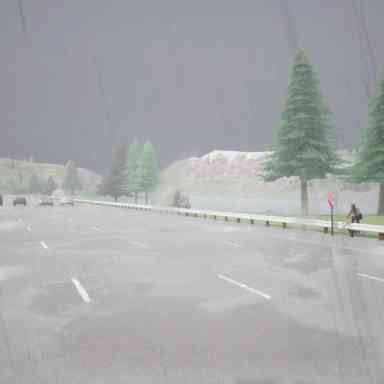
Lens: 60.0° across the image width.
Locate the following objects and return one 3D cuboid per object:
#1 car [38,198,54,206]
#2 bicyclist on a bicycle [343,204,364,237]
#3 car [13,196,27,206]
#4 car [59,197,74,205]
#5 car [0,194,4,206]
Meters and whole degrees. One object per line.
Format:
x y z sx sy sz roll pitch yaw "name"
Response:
-23.995 1.601 54.471 1.895 1.301 4.718 0 0 -31 "car"
8.102 1.433 16.591 1.656 1.620 0.582 4 -2 -30 "bicyclist on a bicycle"
-29.313 1.492 56.578 2.128 1.511 4.902 0 0 -31 "car"
-21.620 1.526 57.325 1.812 1.442 4.674 0 0 -30 "car"
-31.963 1.221 54.187 2.150 2.045 5.566 0 0 -31 "car"
